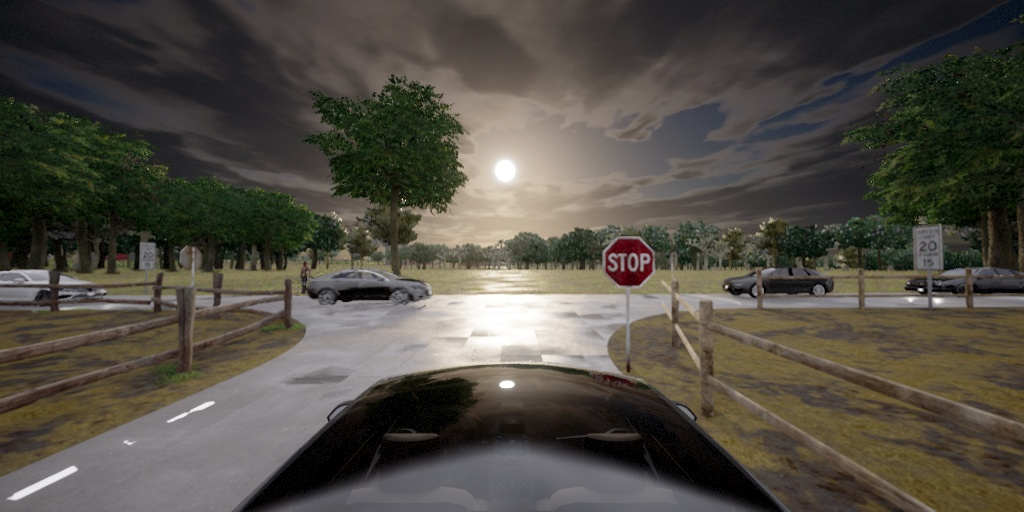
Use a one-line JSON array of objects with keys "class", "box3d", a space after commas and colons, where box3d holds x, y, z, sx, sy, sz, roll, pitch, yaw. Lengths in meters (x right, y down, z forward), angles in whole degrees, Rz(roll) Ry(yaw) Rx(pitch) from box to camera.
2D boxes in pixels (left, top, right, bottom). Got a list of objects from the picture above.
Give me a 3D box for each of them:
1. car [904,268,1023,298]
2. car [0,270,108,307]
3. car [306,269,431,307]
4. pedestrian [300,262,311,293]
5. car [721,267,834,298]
[{"class": "car", "box3d": [22.959, 1.283, 17.718, 5.357, 1.411, 2.033, 0, -2, 2]}, {"class": "car", "box3d": [-19.898, 1.314, 14.980, 4.674, 1.442, 1.812, 0, -2, 0]}, {"class": "car", "box3d": [-5.880, 1.274, 14.979, 4.902, 1.511, 2.128, 0, -2, 0]}, {"class": "pedestrian", "box3d": [-12.118, 1.221, 20.960, 0.375, 1.860, 0.375, 0, -2, 0]}, {"class": "car", "box3d": [13.129, 1.291, 17.880, 4.892, 1.490, 1.837, 0, -2, 1]}]
